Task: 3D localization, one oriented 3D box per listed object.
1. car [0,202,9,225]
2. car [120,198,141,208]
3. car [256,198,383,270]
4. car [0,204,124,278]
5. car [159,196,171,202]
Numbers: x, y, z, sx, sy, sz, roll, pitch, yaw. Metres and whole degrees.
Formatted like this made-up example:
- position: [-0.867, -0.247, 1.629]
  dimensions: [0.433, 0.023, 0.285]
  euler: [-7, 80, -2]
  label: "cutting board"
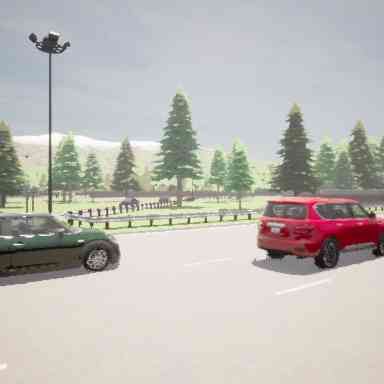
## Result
- position: [-14.749, 1.477, 21.613]
  dimensions: [1.882, 1.535, 5.008]
  euler: [0, 0, 21]
  label: "car"
- position: [-8.363, 1.524, 45.485]
  dimensions: [1.812, 1.442, 4.674]
  euler: [0, 0, 10]
  label: "car"
- position: [4.633, 1.220, 11.334]
  dimensions: [5.566, 2.045, 2.150]
  euler: [0, 0, -35]
  label: "car"
- position: [-4.345, 1.351, 9.242]
  dimensions: [4.553, 1.767, 2.097]
  euler: [0, 0, -35]
  label: "car"
- position: [-5.637, 1.489, 69.465]
  dimensions: [2.128, 1.511, 4.902]
  euler: [0, 0, 5]
  label: "car"
